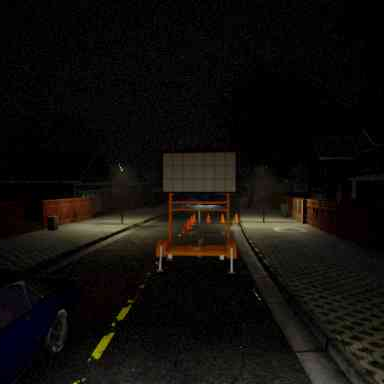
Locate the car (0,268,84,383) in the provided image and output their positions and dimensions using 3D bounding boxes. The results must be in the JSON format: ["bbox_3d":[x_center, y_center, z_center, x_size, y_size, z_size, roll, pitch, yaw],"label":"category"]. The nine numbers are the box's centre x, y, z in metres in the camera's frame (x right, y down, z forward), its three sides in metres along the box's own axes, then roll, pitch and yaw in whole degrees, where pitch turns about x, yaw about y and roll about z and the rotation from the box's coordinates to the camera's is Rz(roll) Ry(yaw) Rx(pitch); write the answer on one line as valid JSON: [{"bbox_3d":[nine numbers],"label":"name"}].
[{"bbox_3d":[-2.752,1.595,3.271,1.895,1.301,4.718,0,0,1],"label":"car"}]

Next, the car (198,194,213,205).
[{"bbox_3d":[1.929,1.075,47.010,1.812,1.442,4.674,0,1,8],"label":"car"}]

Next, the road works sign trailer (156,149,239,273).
[{"bbox_3d":[0.242,0.438,10.632,2.380,3.560,2.880,0,0,6],"label":"road works sign trailer"}]
